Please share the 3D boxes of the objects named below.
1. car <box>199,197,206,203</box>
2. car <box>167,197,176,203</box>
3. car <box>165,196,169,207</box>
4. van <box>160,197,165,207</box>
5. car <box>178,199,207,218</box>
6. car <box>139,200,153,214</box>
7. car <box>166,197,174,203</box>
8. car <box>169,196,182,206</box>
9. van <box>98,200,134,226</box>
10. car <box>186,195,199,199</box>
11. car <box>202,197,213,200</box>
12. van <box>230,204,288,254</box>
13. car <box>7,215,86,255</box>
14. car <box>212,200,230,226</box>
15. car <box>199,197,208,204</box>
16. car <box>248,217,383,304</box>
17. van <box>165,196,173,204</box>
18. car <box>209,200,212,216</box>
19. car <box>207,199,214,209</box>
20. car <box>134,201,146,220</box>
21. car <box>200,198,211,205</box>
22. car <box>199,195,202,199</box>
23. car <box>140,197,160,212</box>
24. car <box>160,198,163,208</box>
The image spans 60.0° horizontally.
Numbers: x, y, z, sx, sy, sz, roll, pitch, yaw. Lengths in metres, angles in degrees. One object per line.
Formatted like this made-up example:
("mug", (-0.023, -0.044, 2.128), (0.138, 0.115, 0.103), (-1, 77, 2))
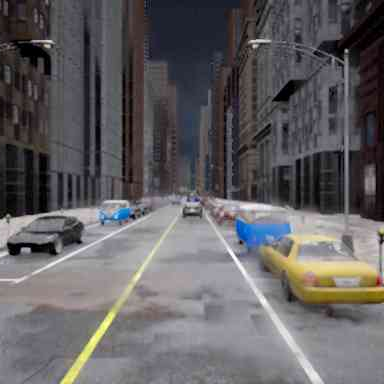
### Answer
("car", (2.830, 2.217, 92.615), (1.947, 1.339, 4.313), (0, 0, 0))
("car", (-5.695, 2.202, 92.615), (2.008, 1.369, 4.403), (0, 0, 0))
("car", (-5.720, 1.851, 58.797), (1.967, 1.590, 4.097), (0, 0, 0))
("van", (-5.725, 1.712, 53.161), (1.690, 1.788, 3.998), (0, 0, 0))
("car", (0.076, 1.732, 32.517), (2.163, 1.488, 4.792), (0, 0, 1))
("car", (-5.737, 1.818, 36.250), (1.947, 1.339, 4.313), (0, 0, 0))
("car", (-5.699, 2.134, 86.809), (1.752, 1.417, 4.829), (0, 0, 0))
("car", (-2.961, 2.004, 64.468), (2.033, 1.411, 5.357), (0, 0, 0))
("van", (-5.746, 1.515, 24.978), (1.690, 1.788, 3.998), (0, 0, 0))
("car", (0.048, 1.619, 59.031), (2.150, 2.045, 5.566), (0, 0, 0))
("car", (2.796, 1.772, 47.527), (1.967, 1.590, 4.097), (0, 0, 0))
("van", (2.770, 1.437, 13.711), (1.690, 1.788, 3.998), (0, 0, 0))
("car", (-5.754, 1.661, 13.703), (1.947, 1.339, 4.313), (0, 0, 0))
("car", (2.779, 1.614, 24.983), (1.967, 1.590, 4.097), (0, 0, 0))
("car", (2.821, 2.010, 81.344), (1.967, 1.590, 4.097), (0, 0, 0))
("car", (2.767, 1.583, 8.244), (1.752, 1.417, 4.829), (0, 0, 0))
("van", (-5.704, 1.910, 81.344), (1.690, 1.788, 3.998), (0, 0, 0))
("car", (2.784, 1.740, 30.788), (1.752, 1.417, 4.829), (0, 0, 0))
("car", (2.788, 1.803, 36.254), (2.008, 1.369, 4.403), (0, 0, 0))
("car", (-5.741, 1.779, 30.613), (1.947, 1.339, 4.313), (0, 0, 0))
("car", (2.814, 2.056, 70.071), (1.947, 1.339, 4.313), (0, 0, 0))
("car", (2.804, 1.726, 58.801), (2.192, 1.841, 5.009), (0, 0, 0))
("car", (-5.734, 1.607, 41.888), (2.192, 1.841, 5.009), (0, 0, 0))
("car", (-5.729, 1.876, 47.523), (1.887, 1.381, 4.507), (0, 0, 0))
